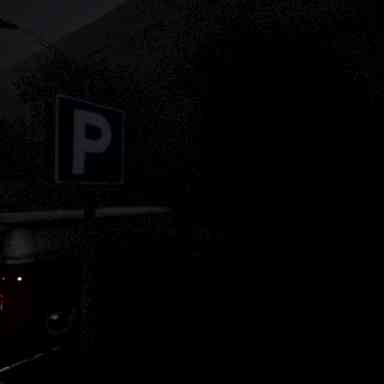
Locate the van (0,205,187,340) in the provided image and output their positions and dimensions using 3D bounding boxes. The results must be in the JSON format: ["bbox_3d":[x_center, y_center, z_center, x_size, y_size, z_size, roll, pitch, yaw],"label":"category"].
[{"bbox_3d":[-1.852,1.296,6.754,1.878,1.987,4.442,-1,-1,36],"label":"van"}]

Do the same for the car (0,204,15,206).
[{"bbox_3d":[-8.732,1.478,11.496,2.435,2.045,5.566,-2,-1,36],"label":"car"}]
